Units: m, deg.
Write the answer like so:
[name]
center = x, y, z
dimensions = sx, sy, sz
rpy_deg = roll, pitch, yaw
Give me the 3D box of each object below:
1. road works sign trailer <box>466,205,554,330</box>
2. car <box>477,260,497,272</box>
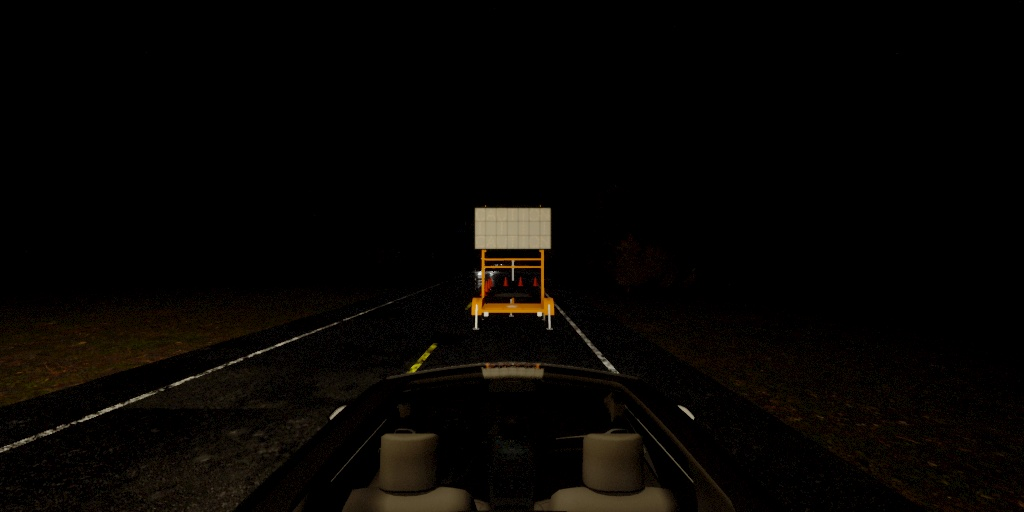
[road works sign trailer]
center = 0.028, 0.215, 11.140
dimensions = 2.380, 3.560, 2.880
rpy_deg = 0, 0, 0
[car]
center = -3.361, 1.279, 46.945
dimensions = 1.837, 1.490, 4.892
rpy_deg = 0, 0, 0
